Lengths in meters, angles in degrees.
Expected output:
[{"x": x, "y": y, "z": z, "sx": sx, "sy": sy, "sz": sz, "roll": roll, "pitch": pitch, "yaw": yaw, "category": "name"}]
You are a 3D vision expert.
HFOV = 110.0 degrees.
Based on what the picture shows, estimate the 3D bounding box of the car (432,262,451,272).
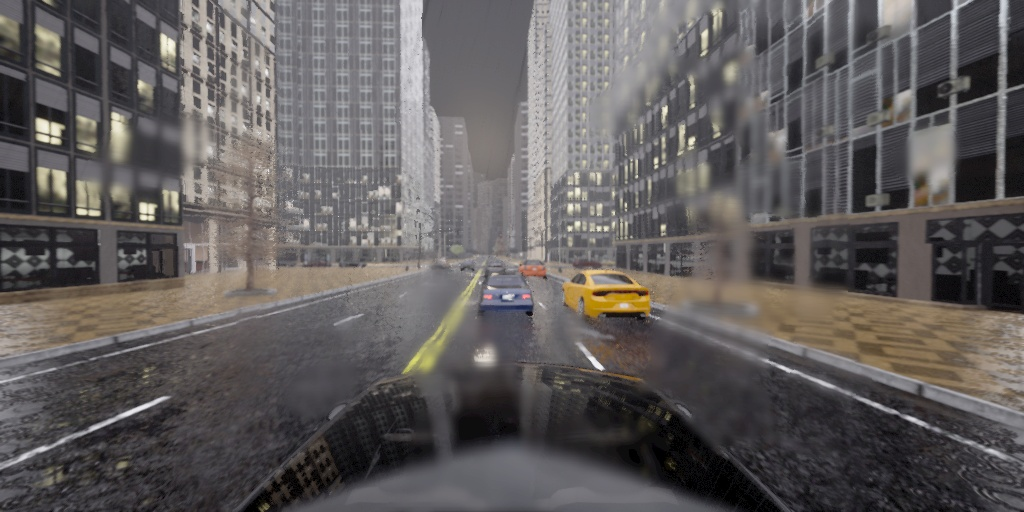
[{"x": -9.073, "y": 1.379, "z": 46.410, "sx": 1.895, "sy": 1.301, "sz": 4.718, "roll": 0, "pitch": 0, "yaw": -3, "category": "car"}]

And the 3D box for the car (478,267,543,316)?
[{"x": -0.289, "y": 1.304, "z": 13.479, "sx": 2.033, "sy": 1.411, "sz": 5.357, "roll": 0, "pitch": 0, "yaw": -3, "category": "car"}]

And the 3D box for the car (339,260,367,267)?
[{"x": -26.119, "y": 1.261, "z": 58.985, "sx": 4.313, "sy": 1.339, "sz": 1.948, "roll": 0, "pitch": 0, "yaw": -3, "category": "car"}]

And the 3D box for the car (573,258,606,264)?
[{"x": 12.757, "y": 1.244, "z": 61.021, "sx": 5.009, "sy": 1.841, "sz": 2.192, "roll": 0, "pitch": 0, "yaw": -3, "category": "car"}]

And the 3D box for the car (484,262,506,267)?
[{"x": -1.528, "y": 1.253, "z": 33.037, "sx": 2.128, "sy": 1.511, "sz": 4.902, "roll": 0, "pitch": 0, "yaw": -4, "category": "car"}]

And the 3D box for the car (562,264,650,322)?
[{"x": 2.994, "y": 1.225, "z": 12.396, "sx": 1.882, "sy": 1.535, "sz": 5.008, "roll": 0, "pitch": 0, "yaw": -3, "category": "car"}]

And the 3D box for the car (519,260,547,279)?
[{"x": 1.773, "y": 1.104, "z": 32.313, "sx": 2.097, "sy": 1.767, "sz": 4.553, "roll": 0, "pitch": 0, "yaw": -4, "category": "car"}]

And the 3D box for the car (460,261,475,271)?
[{"x": -5.936, "y": 1.316, "z": 48.479, "sx": 2.033, "sy": 1.411, "sz": 5.357, "roll": 0, "pitch": 0, "yaw": -3, "category": "car"}]
